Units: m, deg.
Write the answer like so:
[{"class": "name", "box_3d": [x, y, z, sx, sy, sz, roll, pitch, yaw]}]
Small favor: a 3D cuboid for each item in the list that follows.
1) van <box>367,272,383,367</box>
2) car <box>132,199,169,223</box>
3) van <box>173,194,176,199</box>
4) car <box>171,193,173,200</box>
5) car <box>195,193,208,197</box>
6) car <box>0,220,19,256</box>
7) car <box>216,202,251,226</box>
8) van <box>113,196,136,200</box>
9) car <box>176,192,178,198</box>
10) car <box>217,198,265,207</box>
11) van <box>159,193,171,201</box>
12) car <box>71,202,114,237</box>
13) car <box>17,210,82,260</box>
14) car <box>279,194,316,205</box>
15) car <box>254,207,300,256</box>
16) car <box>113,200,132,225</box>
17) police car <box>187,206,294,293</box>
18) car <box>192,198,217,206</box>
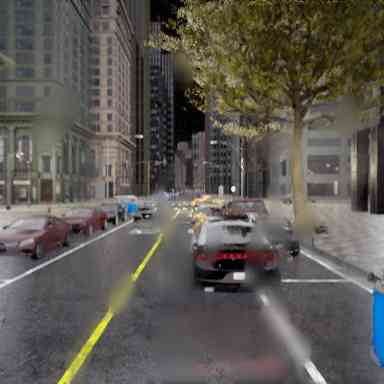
[{"class": "van", "box_3d": [2.763, 1.332, 2.084, 1.690, 1.788, 3.998, 0, 0, 0]}, {"class": "car", "box_3d": [-3.048, 1.464, 24.681, 1.994, 1.385, 4.181, 0, 0, 0]}, {"class": "van", "box_3d": [-5.648, 1.047, 82.994, 1.690, 1.788, 3.998, 0, 0, 0]}, {"class": "car", "box_3d": [-5.666, 1.282, 71.945, 1.887, 1.381, 4.507, 0, 0, 0]}, {"class": "car", "box_3d": [2.173, 1.291, 43.331, 5.008, 1.535, 1.882, -1, 1, -43]}, {"class": "car", "box_3d": [-5.754, 1.521, 6.783, 2.008, 1.369, 4.403, 0, 0, 0]}, {"class": "car", "box_3d": [2.797, 1.450, 23.240, 1.887, 1.381, 4.507, 0, 0, 0]}, {"class": "van", "box_3d": [-5.721, 1.226, 28.435, 1.690, 1.788, 3.998, 0, 0, 0]}, {"class": "car", "box_3d": [-5.628, 1.257, 94.045, 1.802, 1.307, 4.206, 0, 0, 0]}, {"class": "car", "box_3d": [2.788, 1.240, 17.950, 2.192, 1.841, 5.009, 0, 0, 0]}, {"class": "van", "box_3d": [-5.676, 1.096, 66.419, 1.690, 1.788, 3.998, 0, 0, 0]}, {"class": "car", "box_3d": [-5.737, 1.471, 17.610, 1.887, 1.381, 4.507, 0, 0, 0]}, {"class": "car", "box_3d": [-5.745, 1.530, 12.196, 1.802, 1.307, 4.206, 0, 0, 0]}, {"class": "car", "box_3d": [14.440, 1.050, 45.522, 4.902, 1.511, 2.128, -1, 0, 1]}, {"class": "car", "box_3d": [2.780, 1.497, 12.662, 2.008, 1.369, 4.403, 0, 0, 0]}, {"class": "car", "box_3d": [-5.729, 1.472, 23.023, 1.947, 1.339, 4.313, 0, 0, 0]}, {"class": "police car", "box_3d": [0.914, 1.387, 8.913, 1.930, 1.638, 5.238, 0, 0, 0]}, {"class": "car", "box_3d": [0.930, 1.377, 18.993, 1.801, 1.575, 5.366, 0, 0, 0]}]
